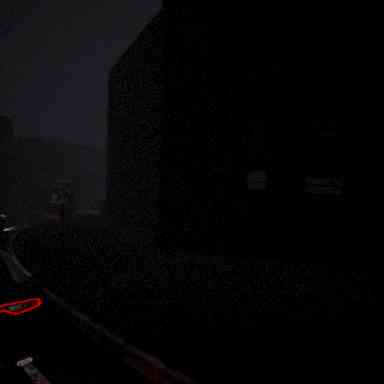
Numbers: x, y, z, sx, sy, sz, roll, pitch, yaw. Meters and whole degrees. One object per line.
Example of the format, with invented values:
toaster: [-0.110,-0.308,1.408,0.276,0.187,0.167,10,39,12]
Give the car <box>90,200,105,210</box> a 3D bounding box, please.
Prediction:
car: [-13.759,1.944,51.349,2.128,1.511,4.902,3,0,14]

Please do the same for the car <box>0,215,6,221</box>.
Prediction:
car: [-11.544,1.666,18.243,1.837,1.490,4.892,1,-1,-22]

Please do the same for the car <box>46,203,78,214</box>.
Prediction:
car: [-15.555,1.819,40.093,1.882,1.535,5.008,3,0,6]

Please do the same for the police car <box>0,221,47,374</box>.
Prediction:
police car: [-3.931,1.463,5.326,1.930,1.638,5.238,-1,0,-40]
